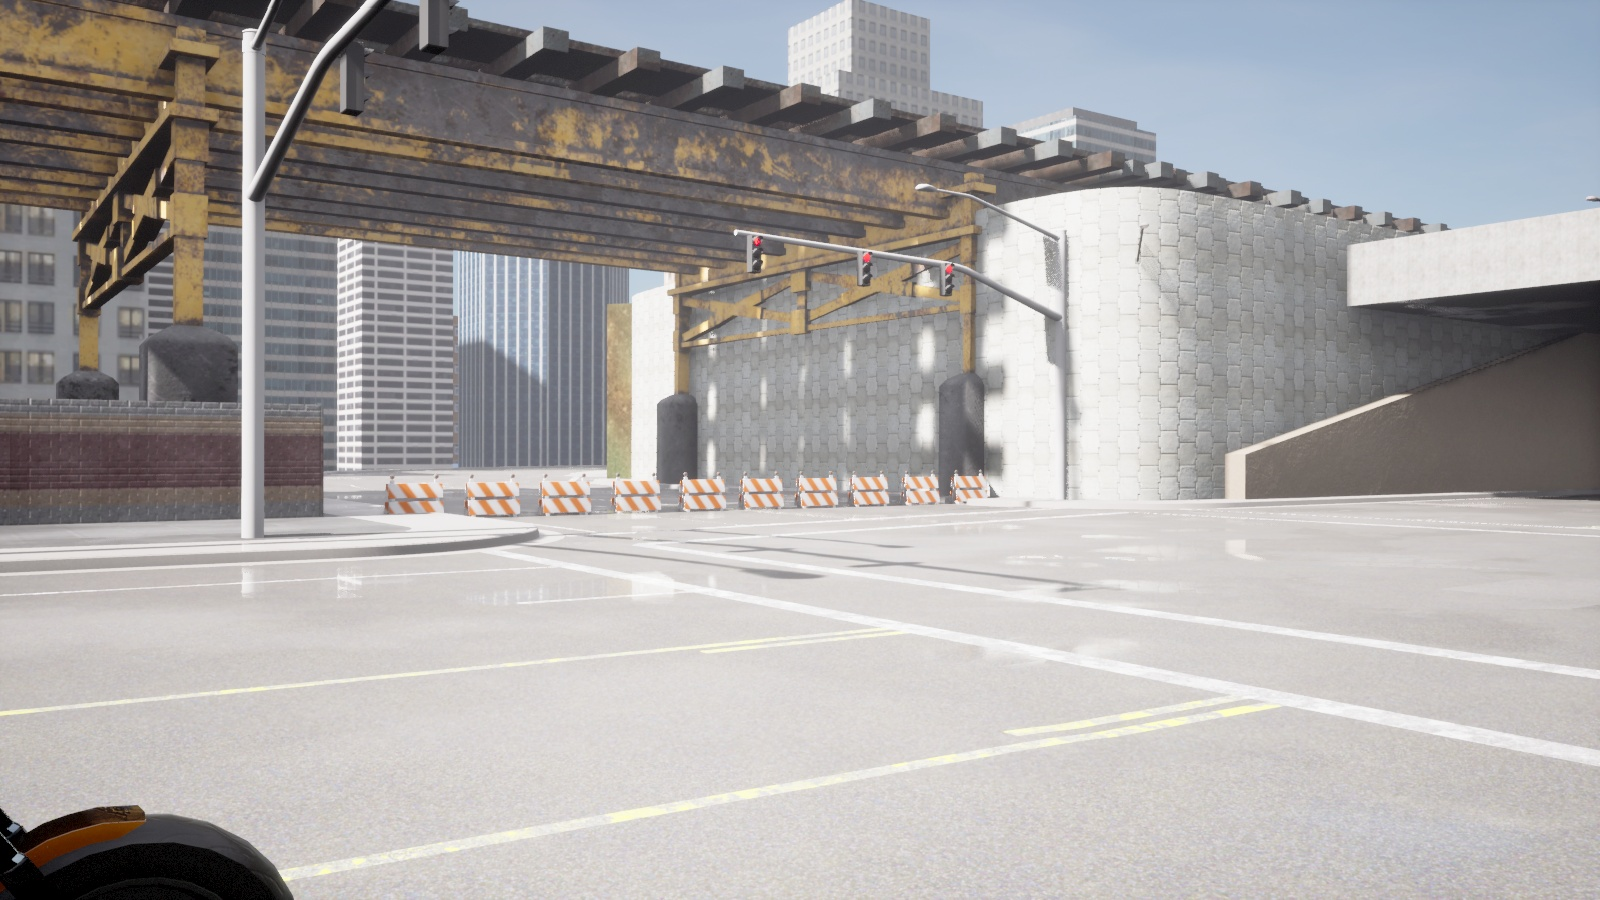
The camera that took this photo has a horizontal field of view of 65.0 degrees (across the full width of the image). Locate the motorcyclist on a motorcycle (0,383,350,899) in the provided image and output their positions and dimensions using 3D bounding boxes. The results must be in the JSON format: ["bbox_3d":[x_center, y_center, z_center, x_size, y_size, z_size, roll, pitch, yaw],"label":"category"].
[{"bbox_3d":[-2.109,0.705,2.229,2.350,1.649,0.766,0,0,-34],"label":"motorcyclist on a motorcycle"}]
